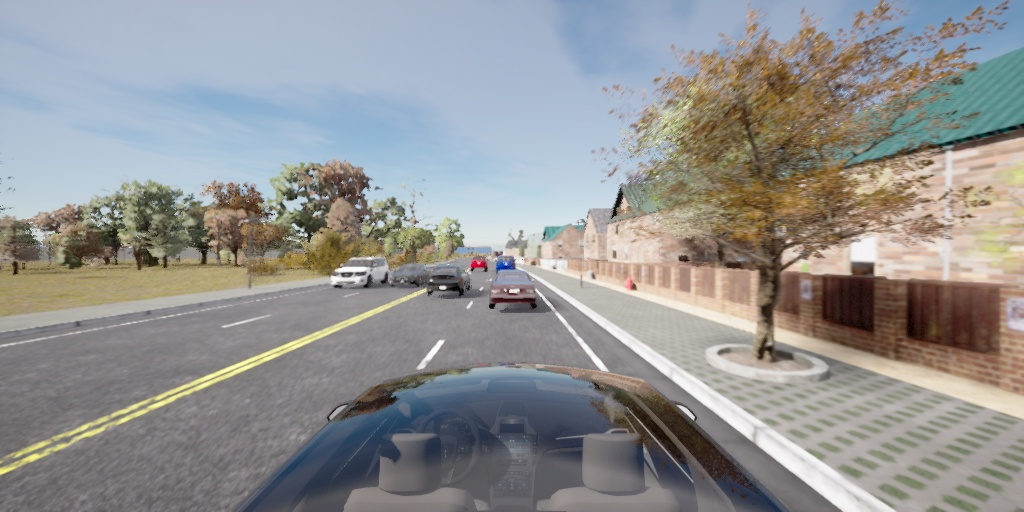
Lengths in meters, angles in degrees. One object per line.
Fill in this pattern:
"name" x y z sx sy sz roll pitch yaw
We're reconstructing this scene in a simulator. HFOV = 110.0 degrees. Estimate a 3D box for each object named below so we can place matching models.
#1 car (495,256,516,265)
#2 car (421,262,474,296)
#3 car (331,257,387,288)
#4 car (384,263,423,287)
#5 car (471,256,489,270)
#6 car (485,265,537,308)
"car" -0.745 0.966 40.648 2.150 2.045 5.566 0 0 -3
"car" -3.337 1.257 19.477 1.837 1.490 4.892 0 0 -1
"car" -10.036 1.090 24.276 2.150 2.045 5.566 0 0 -1
"car" -6.787 1.291 24.364 1.837 1.490 4.892 0 0 -1
"car" -4.357 0.973 48.268 2.150 2.045 5.566 0 0 -3
"car" 0.000 1.295 15.262 2.033 1.411 5.357 0 0 -1
